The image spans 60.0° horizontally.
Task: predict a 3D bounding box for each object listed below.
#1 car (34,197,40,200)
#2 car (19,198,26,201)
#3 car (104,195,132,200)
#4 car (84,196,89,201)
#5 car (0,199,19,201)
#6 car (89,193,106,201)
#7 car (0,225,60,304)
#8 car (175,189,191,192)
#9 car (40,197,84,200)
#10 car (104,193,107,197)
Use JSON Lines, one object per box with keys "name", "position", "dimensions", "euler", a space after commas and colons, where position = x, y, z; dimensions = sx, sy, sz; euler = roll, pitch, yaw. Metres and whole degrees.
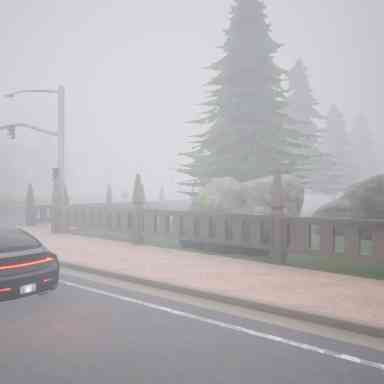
{"name": "car", "position": [-23.699, 1.505, 48.285], "dimensions": [1.837, 1.490, 4.892], "euler": [0, 0, 36]}
{"name": "car", "position": [-23.999, 1.547, 41.863], "dimensions": [2.033, 1.411, 5.357], "euler": [0, 0, 36]}
{"name": "car", "position": [-11.207, 1.455, 53.722], "dimensions": [1.837, 1.490, 4.892], "euler": [0, 1, 36]}
{"name": "car", "position": [-18.505, 1.491, 49.524], "dimensions": [2.128, 1.511, 4.902], "euler": [0, 0, 36]}
{"name": "car", "position": [-22.619, 1.564, 37.788], "dimensions": [1.994, 1.385, 4.181], "euler": [0, 0, 36]}
{"name": "car", "position": [-16.624, 1.160, 58.157], "dimensions": [2.150, 2.045, 5.566], "euler": [0, 1, 36]}
{"name": "car", "position": [-4.937, 1.505, 7.460], "dimensions": [4.892, 1.490, 1.837], "euler": [0, 0, 36]}
{"name": "car", "position": [-2.248, 0.240, 66.167], "dimensions": [2.150, 2.045, 5.566], "euler": [0, 4, 35]}
{"name": "car", "position": [-17.514, 1.526, 44.898], "dimensions": [1.812, 1.442, 4.674], "euler": [0, 0, 36]}
{"name": "car", "position": [-12.310, 1.367, 58.192], "dimensions": [2.128, 1.511, 4.902], "euler": [0, 2, 36]}
